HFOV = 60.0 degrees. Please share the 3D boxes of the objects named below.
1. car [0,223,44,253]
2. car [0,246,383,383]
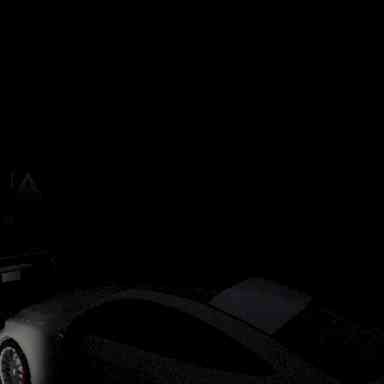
[{"bbox_3d":[-4.588,1.360,6.523,4.553,1.767,2.185,0,0,35],"label":"car"},{"bbox_3d":[-0.116,1.522,3.333,4.674,1.452,2.002,0,0,35],"label":"car"}]
